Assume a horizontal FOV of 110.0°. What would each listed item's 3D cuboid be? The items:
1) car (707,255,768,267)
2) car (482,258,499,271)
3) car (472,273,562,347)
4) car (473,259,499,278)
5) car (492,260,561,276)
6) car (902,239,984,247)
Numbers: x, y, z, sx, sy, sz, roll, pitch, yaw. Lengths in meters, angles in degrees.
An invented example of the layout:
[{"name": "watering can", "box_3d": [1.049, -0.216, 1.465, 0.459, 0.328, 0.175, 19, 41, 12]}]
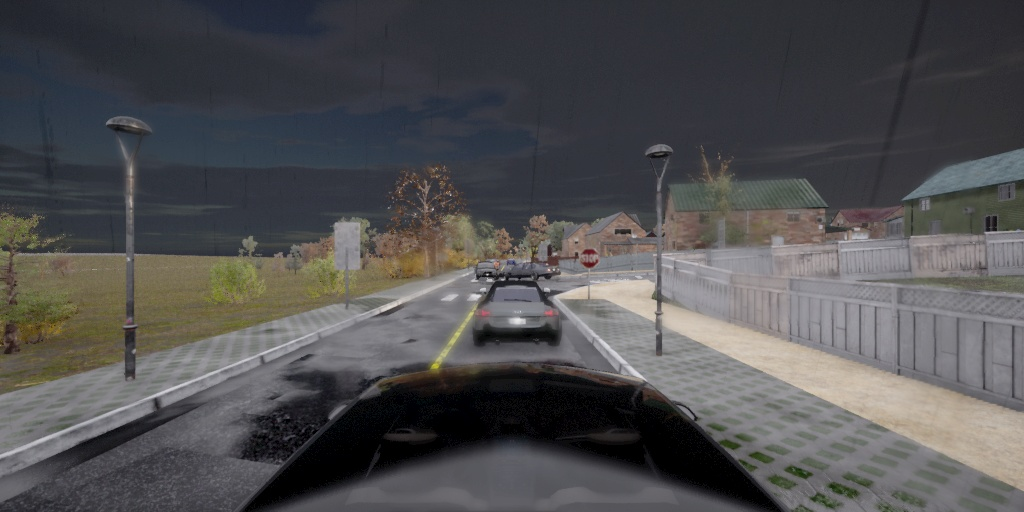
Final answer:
[{"name": "car", "box_3d": [14.343, 0.413, 22.788, 4.181, 1.385, 1.994, -3, 0, 16]}, {"name": "car", "box_3d": [-2.952, 1.120, 51.104, 2.097, 1.767, 4.553, 0, 0, 1]}, {"name": "car", "box_3d": [0.086, 1.313, 9.366, 1.994, 1.385, 4.181, 0, 0, -1]}, {"name": "car", "box_3d": [-2.314, 1.257, 31.287, 1.837, 1.490, 4.892, 0, 0, -8]}, {"name": "car", "box_3d": [1.280, 1.197, 28.383, 5.357, 1.411, 2.033, -4, -3, 43]}, {"name": "car", "box_3d": [23.848, -0.208, 20.386, 4.902, 1.511, 2.128, -3, 0, 14]}]
